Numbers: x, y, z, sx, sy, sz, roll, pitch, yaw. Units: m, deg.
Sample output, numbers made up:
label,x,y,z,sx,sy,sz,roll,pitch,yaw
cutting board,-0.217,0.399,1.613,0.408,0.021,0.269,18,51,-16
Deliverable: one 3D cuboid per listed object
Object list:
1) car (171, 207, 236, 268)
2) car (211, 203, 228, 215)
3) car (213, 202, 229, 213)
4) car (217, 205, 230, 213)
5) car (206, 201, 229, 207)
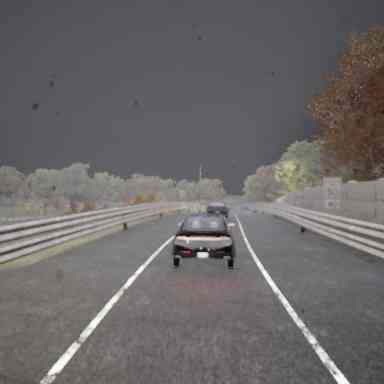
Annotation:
label,x,y,z,sx,sy,sz,roll,pitch,yaw
car,0.452,1.477,11.312,2.128,1.511,4.902,0,0,4
car,3.356,1.976,39.861,1.895,1.301,4.718,0,-2,6
car,4.107,2.217,46.476,2.033,1.411,5.357,0,-3,8
car,5.328,2.842,56.038,1.895,1.301,4.718,0,-4,8
car,2.288,1.566,29.963,1.882,1.535,5.008,0,-1,6
